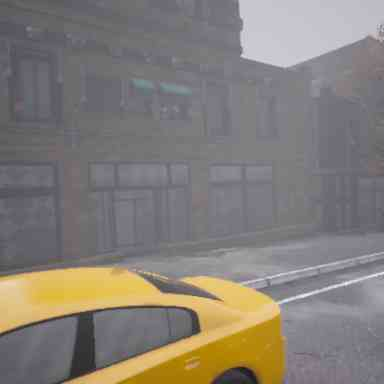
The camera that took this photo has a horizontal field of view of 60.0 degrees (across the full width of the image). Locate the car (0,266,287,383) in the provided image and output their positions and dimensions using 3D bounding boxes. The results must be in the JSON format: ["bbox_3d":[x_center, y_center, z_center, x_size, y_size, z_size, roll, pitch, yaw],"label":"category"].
[{"bbox_3d":[-1.379,1.478,2.694,5.008,1.535,1.882,0,0,-35],"label":"car"}]
